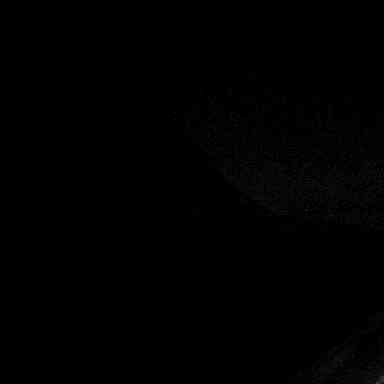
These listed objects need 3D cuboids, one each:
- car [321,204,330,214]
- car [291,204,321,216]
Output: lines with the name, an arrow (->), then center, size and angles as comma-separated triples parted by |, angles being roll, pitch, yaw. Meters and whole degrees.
car -> 18.590, 2.559, 49.433 | 1.837, 1.490, 4.892 | 0, -2, -8
car -> 15.578, 2.592, 47.011 | 2.033, 1.411, 5.357 | -1, -2, -8
